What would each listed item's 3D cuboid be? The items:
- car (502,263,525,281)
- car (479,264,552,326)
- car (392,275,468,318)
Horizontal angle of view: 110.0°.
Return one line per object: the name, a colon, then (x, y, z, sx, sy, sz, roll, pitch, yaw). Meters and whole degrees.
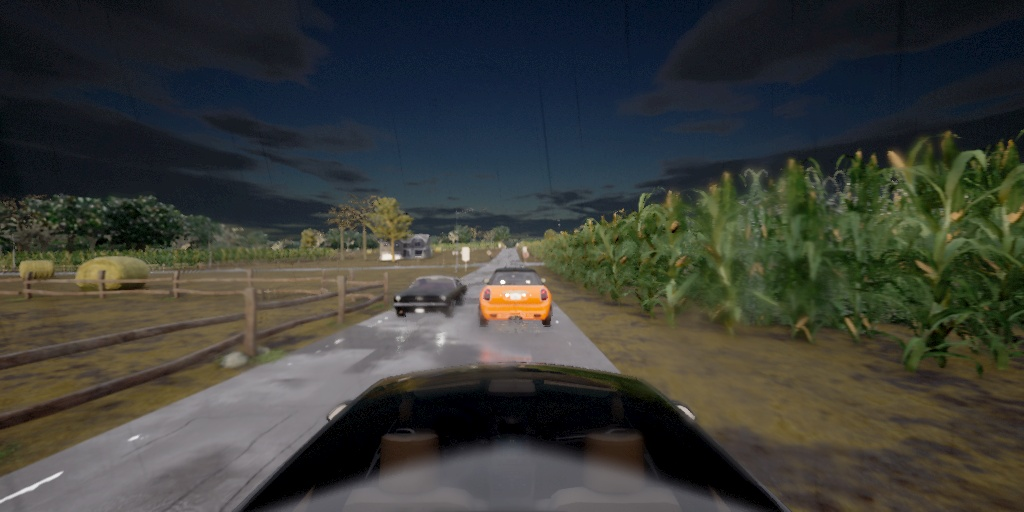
car: (0.120, 1.386, 32.155, 1.895, 1.301, 4.718, 0, 0, 0)
car: (0.102, 1.150, 12.003, 2.097, 1.767, 4.553, 0, 0, 0)
car: (-2.842, 1.406, 13.343, 1.895, 1.301, 4.718, 0, 0, 0)
